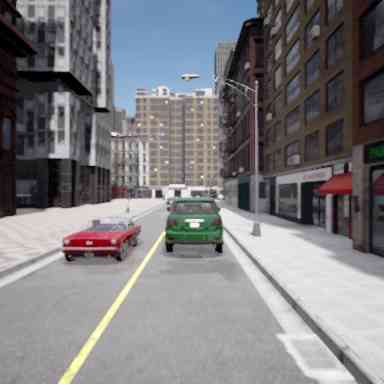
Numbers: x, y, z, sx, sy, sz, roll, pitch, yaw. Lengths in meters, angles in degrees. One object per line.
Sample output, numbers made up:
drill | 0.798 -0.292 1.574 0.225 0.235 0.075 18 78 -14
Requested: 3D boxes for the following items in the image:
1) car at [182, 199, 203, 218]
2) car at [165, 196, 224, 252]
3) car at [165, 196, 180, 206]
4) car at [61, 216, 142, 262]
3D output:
car | 0.047 1.490 30.890 1.837 1.490 4.892 0 0 0
car | 0.081 1.225 14.084 2.150 2.045 5.566 0 0 0
car | -3.167 1.428 53.905 2.128 1.511 4.902 0 0 0
car | -3.116 1.604 12.302 1.895 1.301 4.718 0 0 0
